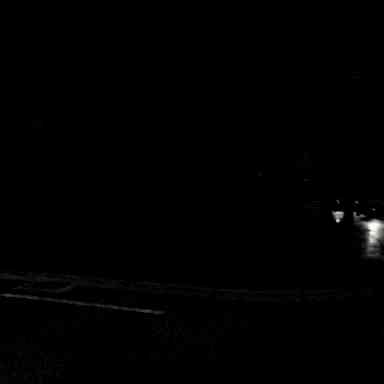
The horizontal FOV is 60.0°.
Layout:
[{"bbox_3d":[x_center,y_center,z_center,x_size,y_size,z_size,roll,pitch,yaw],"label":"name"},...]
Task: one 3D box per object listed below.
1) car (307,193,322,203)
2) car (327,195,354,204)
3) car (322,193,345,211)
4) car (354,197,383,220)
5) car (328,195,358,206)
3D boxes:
[{"bbox_3d":[19.581,0.960,52.858,1.882,1.535,5.008,0,0,-6],"label":"car"},{"bbox_3d":[23.130,1.073,52.014,1.895,1.301,4.718,0,0,-3],"label":"car"},{"bbox_3d":[14.760,0.892,32.996,2.097,1.767,4.553,0,0,9],"label":"car"},{"bbox_3d":[12.732,1.103,23.148,1.812,1.442,4.674,0,0,13],"label":"car"},{"bbox_3d":[19.576,1.075,43.363,1.994,1.385,4.181,0,0,1],"label":"car"}]
